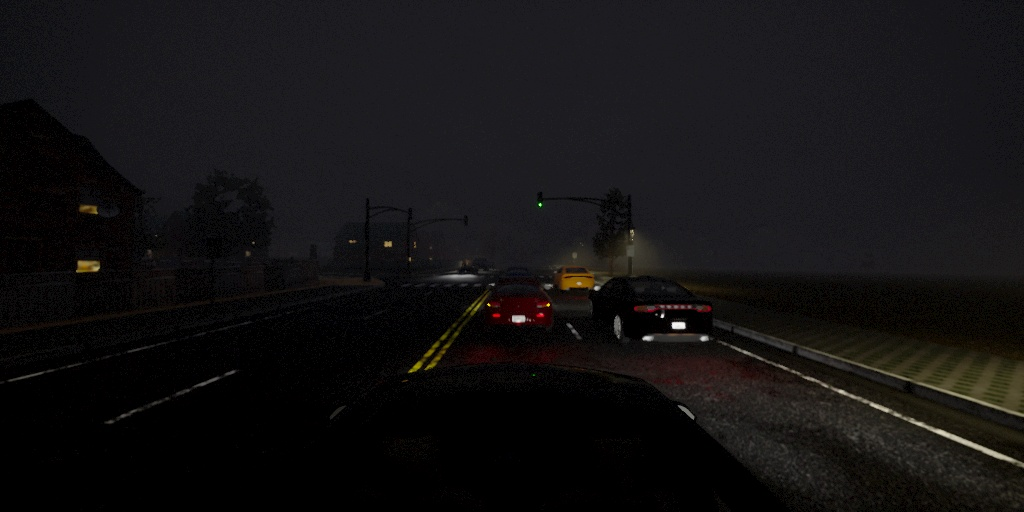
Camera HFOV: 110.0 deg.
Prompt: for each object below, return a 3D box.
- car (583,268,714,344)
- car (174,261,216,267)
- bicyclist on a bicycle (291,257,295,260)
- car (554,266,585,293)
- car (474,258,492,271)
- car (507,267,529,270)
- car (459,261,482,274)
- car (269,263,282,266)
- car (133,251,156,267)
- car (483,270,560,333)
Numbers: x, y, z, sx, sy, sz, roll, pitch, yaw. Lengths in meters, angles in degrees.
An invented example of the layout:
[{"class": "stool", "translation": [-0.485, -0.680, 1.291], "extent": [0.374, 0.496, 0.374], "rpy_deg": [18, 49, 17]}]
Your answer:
[{"class": "car", "translation": [3.421, 1.264, 9.781], "extent": [1.882, 1.535, 5.008], "rpy_deg": [0, 0, 1]}, {"class": "car", "translation": [-30.843, 1.005, 35.445], "extent": [4.718, 1.301, 1.895], "rpy_deg": [1, -1, 16]}, {"class": "bicyclist on a bicycle", "translation": [-24.245, 0.927, 39.703], "extent": [0.582, 1.620, 1.656], "rpy_deg": [1, -1, 16]}, {"class": "car", "translation": [3.626, 1.321, 21.524], "extent": [1.882, 1.535, 5.008], "rpy_deg": [0, 0, 1]}, {"class": "car", "translation": [-4.882, 1.275, 55.758], "extent": [2.150, 2.045, 5.566], "rpy_deg": [0, 0, 4]}, {"class": "car", "translation": [0.367, 1.374, 22.181], "extent": [1.812, 1.442, 4.674], "rpy_deg": [0, 0, 1]}, {"class": "car", "translation": [-5.460, 1.588, 45.377], "extent": [1.895, 1.301, 4.718], "rpy_deg": [0, 0, 3]}, {"class": "car", "translation": [-21.057, 1.030, 32.728], "extent": [5.008, 1.535, 1.882], "rpy_deg": [1, -1, 16]}, {"class": "car", "translation": [-40.922, 0.472, 38.263], "extent": [5.566, 2.045, 2.150], "rpy_deg": [1, -1, 16]}, {"class": "car", "translation": [0.182, 1.317, 10.749], "extent": [1.812, 1.442, 4.674], "rpy_deg": [0, 0, 1]}]
